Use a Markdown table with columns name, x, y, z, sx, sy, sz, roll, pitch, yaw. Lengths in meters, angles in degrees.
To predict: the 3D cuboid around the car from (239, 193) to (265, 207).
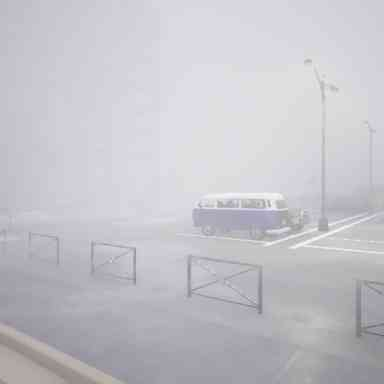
| name | x | y | z | sx | sy | sz | roll | pitch | yaw |
| --- | --- | --- | --- | --- | --- | --- | --- | --- | --- |
| car | 10.795 | 1.449 | 59.537 | 1.837 | 1.490 | 4.892 | 0 | 0 | 36 |

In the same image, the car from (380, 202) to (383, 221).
| name | x | y | z | sx | sy | sz | roll | pitch | yaw |
| --- | --- | --- | --- | --- | --- | --- | --- | --- | --- |
| car | 17.298 | 1.153 | 25.445 | 4.605 | 1.855 | 1.932 | 0 | 0 | 36 |

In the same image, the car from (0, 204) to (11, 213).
| name | x | y | z | sx | sy | sz | roll | pitch | yaw |
| --- | --- | --- | --- | --- | --- | --- | --- | --- | --- |
| car | -19.376 | 1.492 | 29.908 | 2.033 | 1.411 | 5.357 | 0 | 0 | 36 |

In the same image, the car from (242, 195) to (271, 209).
| name | x | y | z | sx | sy | sz | roll | pitch | yaw |
| --- | --- | --- | --- | --- | --- | --- | --- | --- | --- |
| car | 10.260 | 1.545 | 52.798 | 1.895 | 1.301 | 4.718 | 0 | 0 | 36 |

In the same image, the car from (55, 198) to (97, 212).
| name | x | y | z | sx | sy | sz | roll | pitch | yaw |
| --- | --- | --- | --- | --- | --- | --- | --- | --- | --- |
| car | -13.319 | 1.422 | 38.325 | 1.882 | 1.535 | 5.008 | 0 | 0 | 36 |

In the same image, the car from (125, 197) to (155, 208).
| name | x | y | z | sx | sy | sz | roll | pitch | yaw |
| --- | --- | --- | --- | --- | --- | --- | --- | --- | --- |
| car | -7.246 | 1.436 | 46.758 | 2.128 | 1.511 | 4.902 | 0 | 0 | 36 |
